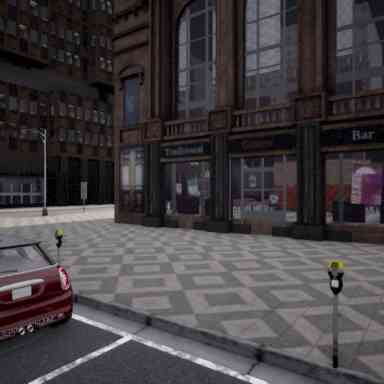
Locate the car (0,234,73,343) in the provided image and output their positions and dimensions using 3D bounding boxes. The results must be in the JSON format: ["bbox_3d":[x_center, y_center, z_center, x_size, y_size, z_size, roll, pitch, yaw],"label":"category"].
[{"bbox_3d":[-3.963,1.438,5.791,4.097,1.590,1.967,0,0,36],"label":"car"}]
